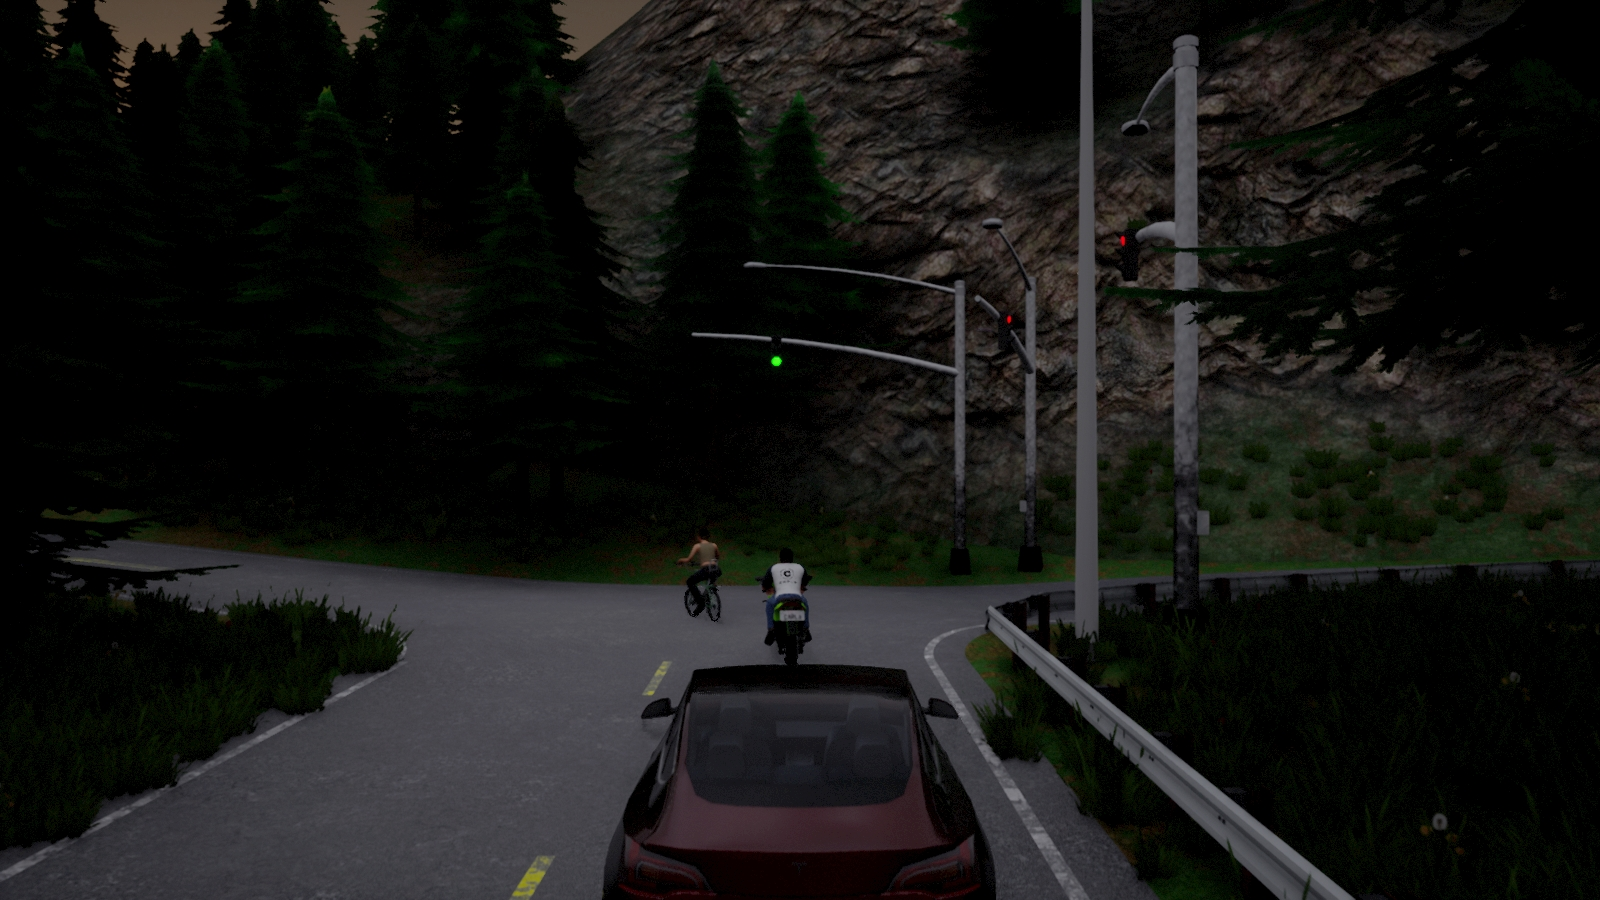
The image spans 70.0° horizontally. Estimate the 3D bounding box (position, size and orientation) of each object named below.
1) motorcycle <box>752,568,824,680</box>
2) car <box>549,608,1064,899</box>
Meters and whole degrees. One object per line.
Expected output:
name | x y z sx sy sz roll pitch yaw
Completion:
motorcycle | -0.190 2.222 14.909 0.803 1.145 2.033 0 0 -4
car | 0.027 2.068 7.200 2.163 1.488 4.792 0 0 0
